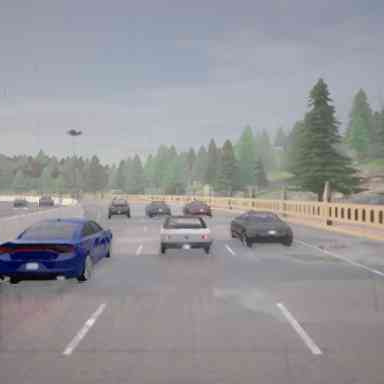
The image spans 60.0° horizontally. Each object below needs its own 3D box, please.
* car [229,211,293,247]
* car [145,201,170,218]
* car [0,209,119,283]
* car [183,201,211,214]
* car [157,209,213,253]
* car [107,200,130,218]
[{"bbox_3d":[2.979,1.557,15.116,1.994,1.385,4.181,0,0,-5],"label":"car"},{"bbox_3d":[-3.215,1.550,30.743,1.994,1.385,4.181,0,0,-14],"label":"car"},{"bbox_3d":[-3.620,1.473,9.755,1.882,1.535,5.008,0,0,-3],"label":"car"},{"bbox_3d":[0.381,1.550,30.783,1.994,1.385,4.181,0,0,-13],"label":"car"},{"bbox_3d":[-0.360,1.595,13.685,1.895,1.301,4.718,0,0,-4],"label":"car"},{"bbox_3d":[-6.645,1.478,30.137,2.128,1.511,4.902,0,0,-14],"label":"car"}]
